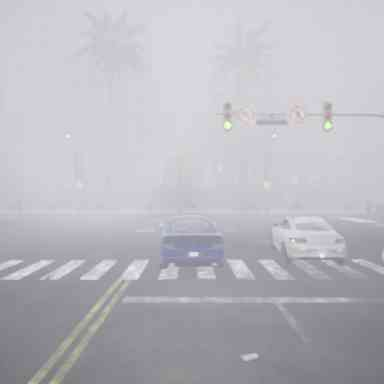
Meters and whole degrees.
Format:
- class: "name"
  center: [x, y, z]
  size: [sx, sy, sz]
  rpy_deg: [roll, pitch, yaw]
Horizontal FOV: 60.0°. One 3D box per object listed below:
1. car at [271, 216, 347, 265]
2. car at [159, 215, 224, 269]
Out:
- class: "car"
  center: [3.958, 1.564, 11.779]
  size: [1.812, 1.442, 4.674]
  rpy_deg: [0, 0, 6]
- class: "car"
  center: [-0.116, 1.515, 11.399]
  size: [1.882, 1.535, 5.008]
  rpy_deg: [0, 0, -4]
